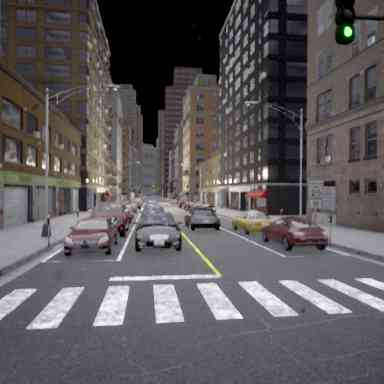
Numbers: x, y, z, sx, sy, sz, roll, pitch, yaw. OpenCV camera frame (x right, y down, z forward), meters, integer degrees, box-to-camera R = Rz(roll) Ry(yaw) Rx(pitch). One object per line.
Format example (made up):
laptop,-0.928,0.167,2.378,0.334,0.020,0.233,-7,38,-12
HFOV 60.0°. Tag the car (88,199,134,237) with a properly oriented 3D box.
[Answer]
car,-4.724,1.494,19.191,2.192,1.841,5.009,0,-1,-7

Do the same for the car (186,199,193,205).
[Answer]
car,0.841,1.925,42.384,1.967,1.590,4.097,0,-1,-7

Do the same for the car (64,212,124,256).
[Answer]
car,-4.001,1.700,13.671,1.802,1.307,4.206,0,-1,-7

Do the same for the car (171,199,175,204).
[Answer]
car,-4.229,2.465,81.168,1.752,1.417,4.829,0,-1,-7

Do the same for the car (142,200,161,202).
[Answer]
car,-3.966,1.881,33.632,1.812,1.442,4.674,0,-1,-7

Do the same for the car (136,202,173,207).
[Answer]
car,-2.745,1.737,24.017,2.128,1.511,4.902,0,-1,-7

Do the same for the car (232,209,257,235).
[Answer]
car,3.705,1.758,20.488,1.752,1.417,4.829,0,-1,-7

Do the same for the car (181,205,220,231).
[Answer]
car,0.627,1.810,22.836,1.994,1.385,4.181,0,-1,-7

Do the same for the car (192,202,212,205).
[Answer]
car,1.564,1.964,36.867,1.887,1.381,4.507,0,-1,-7

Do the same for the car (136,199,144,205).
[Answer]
car,-13.380,2.513,85.402,1.947,1.339,4.313,0,-1,-7

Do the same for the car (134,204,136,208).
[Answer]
car,-5.444,1.786,24.706,1.887,1.381,4.507,0,-1,-7

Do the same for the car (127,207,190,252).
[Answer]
car,-1.534,1.633,14.697,2.128,1.511,4.902,0,-1,-8

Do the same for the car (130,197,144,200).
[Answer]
car,-9.054,1.880,52.297,2.192,1.841,5.009,0,-1,-7

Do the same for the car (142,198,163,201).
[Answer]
car,-5.265,1.969,43.983,2.128,1.511,4.902,0,-1,-7

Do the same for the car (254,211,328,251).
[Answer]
car,4.449,1.752,14.803,1.802,1.307,4.206,0,-1,-7

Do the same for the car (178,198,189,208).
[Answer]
car,-0.601,2.167,53.416,2.008,1.369,4.403,0,-1,-7

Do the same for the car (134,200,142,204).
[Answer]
car,-7.609,1.983,41.258,2.008,1.369,4.403,0,-1,-7

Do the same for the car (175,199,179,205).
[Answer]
car,-1.324,1.998,58.935,2.192,1.841,5.009,0,-1,-7

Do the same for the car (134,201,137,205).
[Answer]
car,-6.144,1.827,30.055,1.752,1.417,4.829,0,-1,-7

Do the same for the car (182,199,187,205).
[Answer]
car,0.120,2.095,47.900,1.887,1.381,4.507,0,-1,-7
